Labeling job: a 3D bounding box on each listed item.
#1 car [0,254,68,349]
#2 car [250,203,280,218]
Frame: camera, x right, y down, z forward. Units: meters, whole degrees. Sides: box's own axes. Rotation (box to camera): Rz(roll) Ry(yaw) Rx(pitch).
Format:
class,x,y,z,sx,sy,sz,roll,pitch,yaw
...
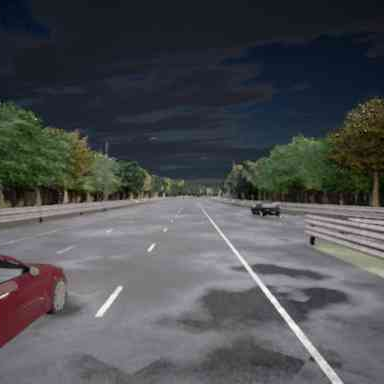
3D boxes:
class,x,y,z,sx,sy,sz,roll,pitch,yaw
car,-3.399,1.580,4.770,1.812,1.442,4.674,0,-1,0
car,7.854,1.920,36.106,1.882,1.535,5.008,0,-1,-10
